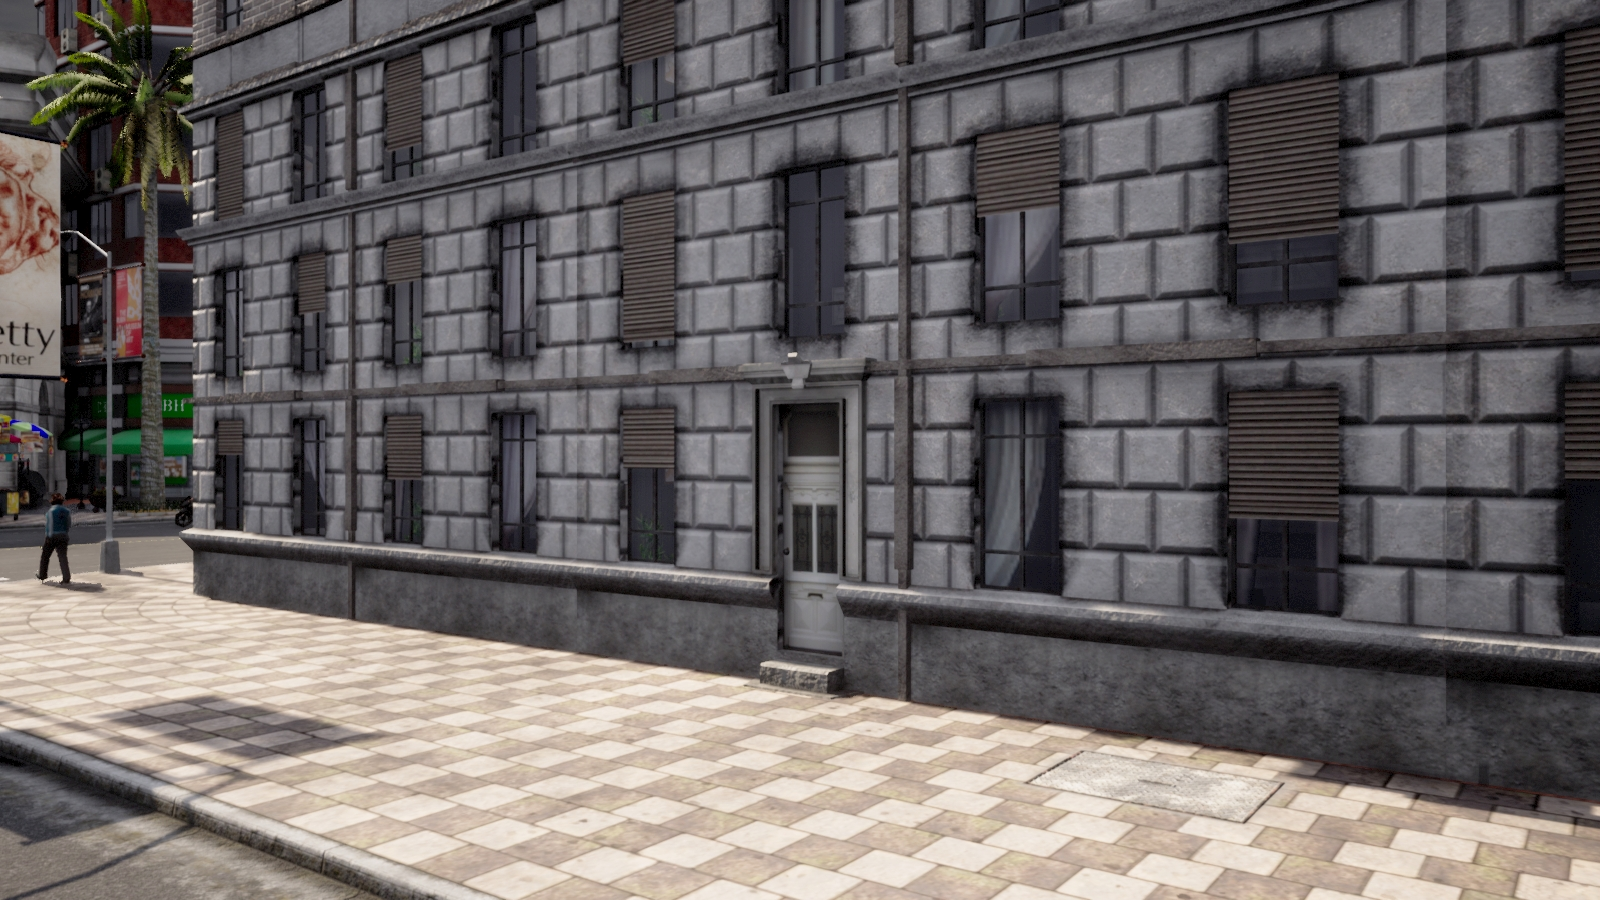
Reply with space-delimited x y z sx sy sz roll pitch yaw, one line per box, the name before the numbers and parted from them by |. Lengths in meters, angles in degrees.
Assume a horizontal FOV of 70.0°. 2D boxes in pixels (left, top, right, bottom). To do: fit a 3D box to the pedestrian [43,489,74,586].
pedestrian | -14.504 1.695 22.341 0.375 1.860 0.375 0 0 29
